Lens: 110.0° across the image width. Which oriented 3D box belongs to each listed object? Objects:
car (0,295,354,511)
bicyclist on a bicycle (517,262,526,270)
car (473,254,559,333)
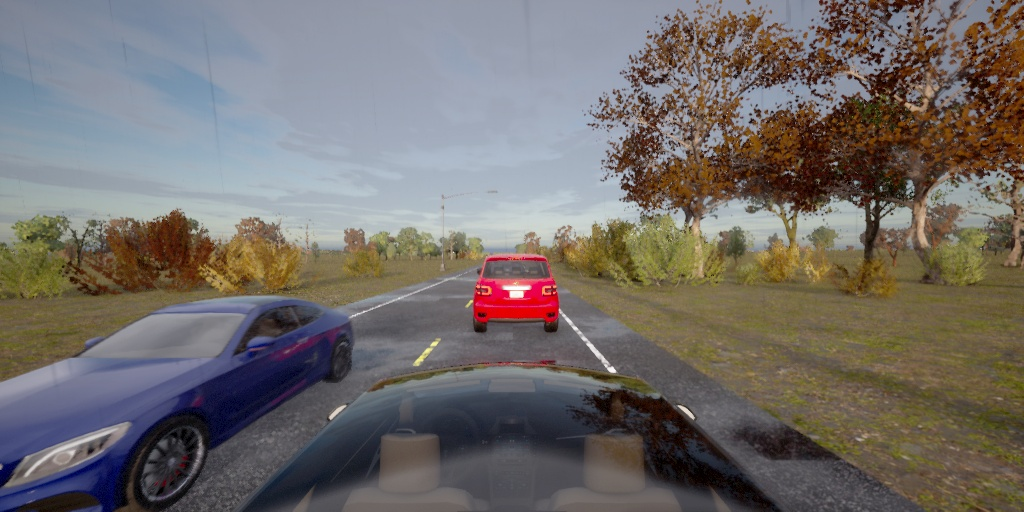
[{"bbox_3d":[-3.605,1.274,4.423,1.812,1.442,4.674,0,0,0],"label":"car"},{"bbox_3d":[0.873,1.101,30.074,0.659,1.776,1.843,0,0,0],"label":"bicyclist on a bicycle"},{"bbox_3d":[0.083,0.965,10.895,2.150,2.045,5.566,0,0,-1],"label":"car"}]
